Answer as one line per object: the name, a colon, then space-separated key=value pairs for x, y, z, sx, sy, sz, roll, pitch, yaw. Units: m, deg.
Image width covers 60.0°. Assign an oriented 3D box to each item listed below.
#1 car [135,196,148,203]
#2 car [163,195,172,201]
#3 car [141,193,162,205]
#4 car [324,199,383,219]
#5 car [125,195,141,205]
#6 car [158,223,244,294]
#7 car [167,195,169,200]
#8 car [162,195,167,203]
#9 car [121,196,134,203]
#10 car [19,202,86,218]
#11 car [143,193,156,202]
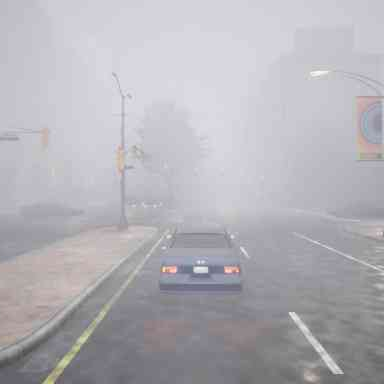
car: x=-10.254 y=1.505 z=68.025 sx=1.837 sy=1.490 sz=4.892 roll=0 pitch=0 yaw=1
car: x=-6.400 y=1.478 z=86.611 sx=1.882 sy=1.535 sz=5.008 roll=0 pitch=0 yaw=1
car: x=-7.015 y=1.352 z=57.972 sx=2.097 sy=1.767 sz=4.553 roll=0 pitch=0 yaw=1
car: x=14.409 y=1.547 z=28.912 sx=5.357 sy=1.411 sz=2.033 roll=0 pitch=0 yaw=1
car: x=-10.515 y=1.352 z=57.850 sx=2.097 sy=1.767 sz=4.553 roll=0 pitch=0 yaw=1
car: x=0.229 y=1.547 z=8.920 sx=2.033 sy=1.411 sz=5.357 roll=0 pitch=0 yaw=1
car: x=-6.588 y=1.525 z=76.518 sx=2.128 sy=1.511 sz=4.902 roll=0 pitch=0 yaw=1
car: x=-6.799 y=1.352 z=66.744 sx=2.097 sy=1.767 sz=4.553 roll=0 pitch=0 yaw=1
car: x=-13.464 y=1.595 z=69.814 sx=1.895 sy=1.301 sz=4.718 roll=0 pitch=0 yaw=1
car: x=-12.237 y=1.547 z=29.260 sx=5.357 sy=1.411 sz=2.033 roll=0 pitch=0 yaw=1
car: x=-10.048 y=1.225 z=78.710 sx=2.150 sy=2.045 sz=5.566 roll=0 pitch=0 yaw=1
